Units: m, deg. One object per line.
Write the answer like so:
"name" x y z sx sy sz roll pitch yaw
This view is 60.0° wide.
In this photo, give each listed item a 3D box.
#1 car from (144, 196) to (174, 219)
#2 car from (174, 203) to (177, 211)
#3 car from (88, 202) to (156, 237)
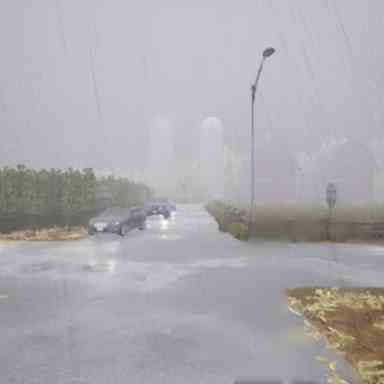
"car" -3.200 1.409 31.533 2.150 2.045 5.566 0 -1 0
"car" -3.184 1.824 45.124 1.812 1.442 4.674 0 0 0
"car" -3.941 1.541 18.434 2.128 1.511 4.902 0 -1 12
